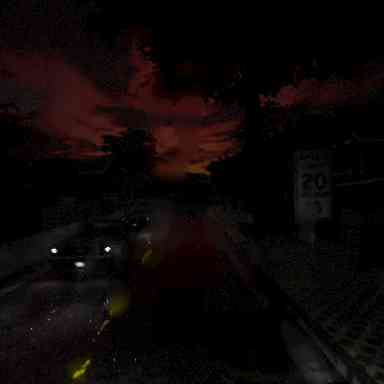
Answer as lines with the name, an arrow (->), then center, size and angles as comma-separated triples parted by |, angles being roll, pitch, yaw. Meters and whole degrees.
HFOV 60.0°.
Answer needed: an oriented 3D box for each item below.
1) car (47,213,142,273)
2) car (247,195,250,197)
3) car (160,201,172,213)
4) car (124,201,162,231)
car -> -3.050, 1.648, 11.164 | 1.895, 1.301, 4.718 | -1, 0, -1
car -> 14.184, 1.423, 76.753 | 2.097, 1.767, 4.553 | -2, -1, 39
car -> -3.286, 1.617, 36.299 | 1.895, 1.301, 4.718 | -1, 0, 2
car -> -3.233, 1.561, 21.140 | 1.812, 1.442, 4.674 | -1, 0, 0
